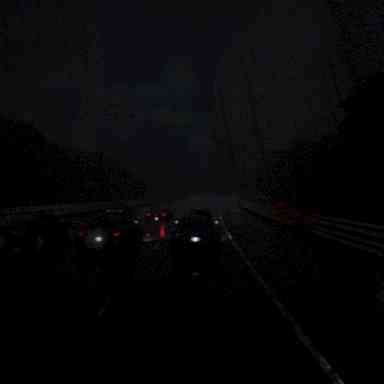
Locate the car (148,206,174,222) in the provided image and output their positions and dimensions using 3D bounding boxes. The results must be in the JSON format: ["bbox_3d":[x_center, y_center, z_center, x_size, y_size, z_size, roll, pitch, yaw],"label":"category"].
[{"bbox_3d":[-2.702,1.857,28.713,1.895,1.301,4.718,0,0,3],"label":"car"}]

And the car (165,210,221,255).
[{"bbox_3d":[0.183,1.692,13.975,1.994,1.385,4.181,0,0,2],"label":"car"}]

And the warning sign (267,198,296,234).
[{"bbox_3d":[4.862,1.281,18.144,1.300,1.860,1.060,0,0,2],"label":"warning sign"}]

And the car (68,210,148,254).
[{"bbox_3d":[-3.319,1.692,14.084,1.994,1.385,4.181,0,0,2],"label":"car"}]

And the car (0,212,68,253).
[{"bbox_3d":[-6.809,1.606,14.338,1.882,1.535,5.008,0,0,2],"label":"car"}]

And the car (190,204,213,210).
[{"bbox_3d":[0.813,1.783,28.807,1.812,1.442,4.674,0,0,3],"label":"car"}]

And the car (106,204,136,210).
[{"bbox_3d":[-6.182,1.751,29.099,2.128,1.511,4.902,0,0,3],"label":"car"}]
